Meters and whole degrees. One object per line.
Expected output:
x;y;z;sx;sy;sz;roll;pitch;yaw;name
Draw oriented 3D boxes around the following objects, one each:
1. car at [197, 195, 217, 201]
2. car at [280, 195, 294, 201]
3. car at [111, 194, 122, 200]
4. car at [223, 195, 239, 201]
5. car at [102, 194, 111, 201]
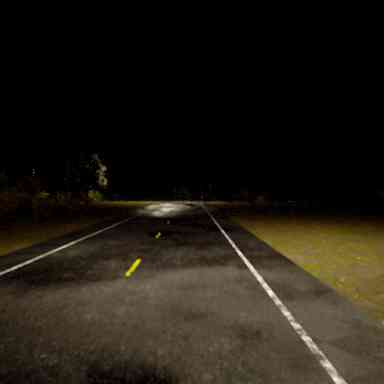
3.678;1.526;80.698;4.892;1.490;1.837;0;0;-1;car
24.515;1.603;88.305;4.902;1.511;2.128;0;0;-2;car
-20.815;1.263;87.073;4.553;1.767;2.097;0;0;-2;car
10.341;1.587;87.897;4.181;1.385;1.994;0;0;-2;car
-22.712;1.436;80.018;4.902;1.511;2.128;0;0;-2;car
